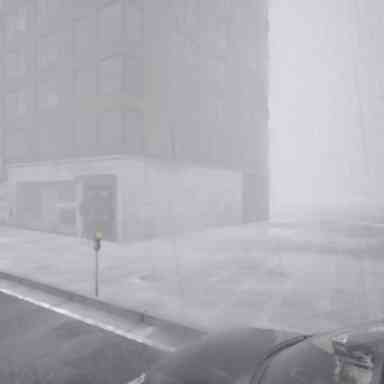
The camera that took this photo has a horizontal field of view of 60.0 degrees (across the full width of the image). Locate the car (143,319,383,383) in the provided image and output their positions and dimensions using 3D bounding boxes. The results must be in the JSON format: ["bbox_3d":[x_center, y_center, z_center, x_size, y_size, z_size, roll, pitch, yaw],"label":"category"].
[{"bbox_3d":[1.545,1.552,1.978,4.403,1.369,2.008,0,0,35],"label":"car"}]
